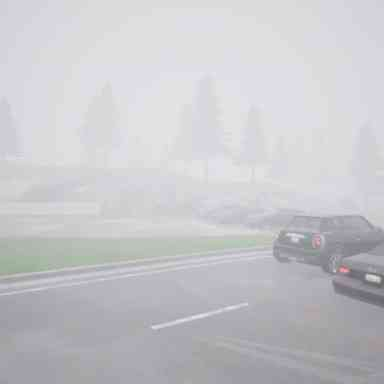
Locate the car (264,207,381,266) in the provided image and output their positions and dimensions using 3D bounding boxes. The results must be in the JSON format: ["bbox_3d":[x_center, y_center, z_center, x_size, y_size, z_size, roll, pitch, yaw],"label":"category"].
[{"bbox_3d":[4.900,1.461,10.955,4.553,1.767,2.097,1,0,-30],"label":"car"}]

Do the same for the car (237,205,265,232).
[{"bbox_3d":[5.568,1.706,21.322,4.674,1.442,1.812,1,0,-19],"label":"car"}]

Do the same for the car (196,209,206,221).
[{"bbox_3d":[2.731,1.704,27.728,4.892,1.490,1.837,1,0,-19],"label":"car"}]

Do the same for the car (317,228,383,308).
[{"bbox_3d":[5.427,1.637,7.318,5.357,1.411,2.033,1,0,-31],"label":"car"}]

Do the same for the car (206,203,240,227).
[{"bbox_3d":[4.113,1.737,24.477,5.357,1.411,2.033,1,0,-19],"label":"car"}]
